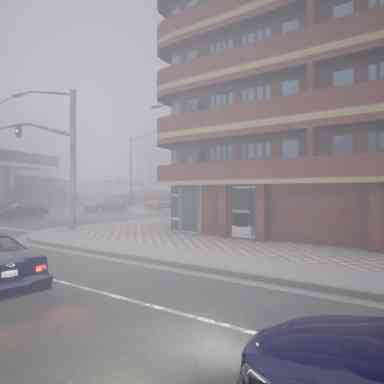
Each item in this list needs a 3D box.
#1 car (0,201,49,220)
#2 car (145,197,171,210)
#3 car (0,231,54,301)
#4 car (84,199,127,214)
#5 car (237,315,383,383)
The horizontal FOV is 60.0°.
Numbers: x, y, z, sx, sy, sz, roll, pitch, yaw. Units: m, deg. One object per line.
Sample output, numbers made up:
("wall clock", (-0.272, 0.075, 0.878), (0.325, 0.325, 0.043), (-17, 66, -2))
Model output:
("car", (-14.393, 1.523, 27.967), (1.812, 1.442, 4.674), (0, 0, 34))
("car", (-4.011, 1.389, 43.221), (2.097, 1.767, 4.553), (0, 0, 34))
("car", (-5.305, 1.545, 7.672), (5.357, 1.411, 2.033), (0, 0, 38))
("car", (-9.202, 1.494, 35.609), (1.882, 1.535, 5.008), (0, 0, 34))
("car", (2.548, 1.536, 2.176), (4.674, 1.442, 1.812), (0, 0, 35))
